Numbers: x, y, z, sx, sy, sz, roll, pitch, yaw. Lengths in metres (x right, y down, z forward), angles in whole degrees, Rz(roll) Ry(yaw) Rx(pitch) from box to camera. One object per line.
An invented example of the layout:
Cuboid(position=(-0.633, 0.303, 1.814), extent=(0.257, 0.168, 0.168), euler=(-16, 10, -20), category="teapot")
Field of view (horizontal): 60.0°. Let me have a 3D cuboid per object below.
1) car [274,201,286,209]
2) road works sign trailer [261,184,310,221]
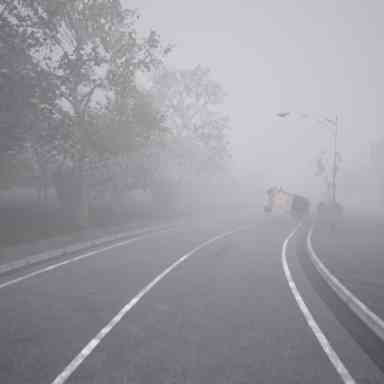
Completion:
Cuboid(position=(16.244, 2.331, 61.367), extent=(1.812, 1.442, 4.674), euler=(2, 0, 19), category="car")
Cuboid(position=(8.269, 0.833, 28.373), extent=(3.560, 2.380, 2.880), euler=(19, -35, 1), category="road works sign trailer")
